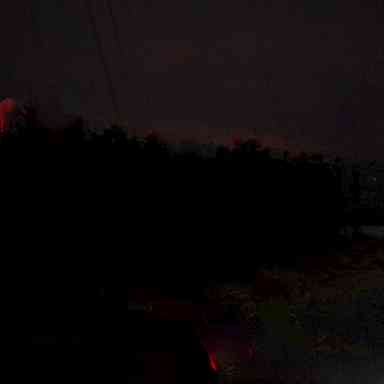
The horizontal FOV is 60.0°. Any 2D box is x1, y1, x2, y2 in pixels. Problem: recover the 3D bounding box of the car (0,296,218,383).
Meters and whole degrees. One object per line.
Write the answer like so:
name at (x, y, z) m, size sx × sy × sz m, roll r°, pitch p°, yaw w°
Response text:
car at (-1.771, 1.563, 2.212) m, size 4.181 × 1.385 × 1.994 m, roll 0°, pitch 0°, yaw -35°
